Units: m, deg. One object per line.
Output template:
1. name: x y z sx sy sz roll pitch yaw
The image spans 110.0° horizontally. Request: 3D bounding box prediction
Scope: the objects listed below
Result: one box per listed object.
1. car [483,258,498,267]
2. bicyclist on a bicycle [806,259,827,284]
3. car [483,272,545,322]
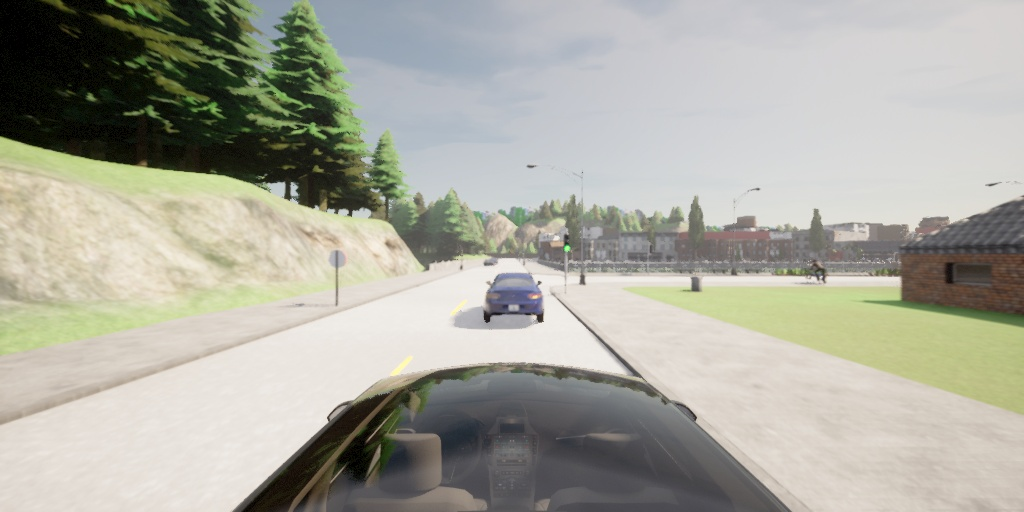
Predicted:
1. car: -4.014 1.173 63.289 2.033 1.411 5.357 0 0 0
2. bicyclist on a bicycle: 20.181 1.053 23.774 0.582 1.620 1.656 0 0 0
3. car: 0.067 1.255 12.124 1.812 1.442 4.674 0 0 0
